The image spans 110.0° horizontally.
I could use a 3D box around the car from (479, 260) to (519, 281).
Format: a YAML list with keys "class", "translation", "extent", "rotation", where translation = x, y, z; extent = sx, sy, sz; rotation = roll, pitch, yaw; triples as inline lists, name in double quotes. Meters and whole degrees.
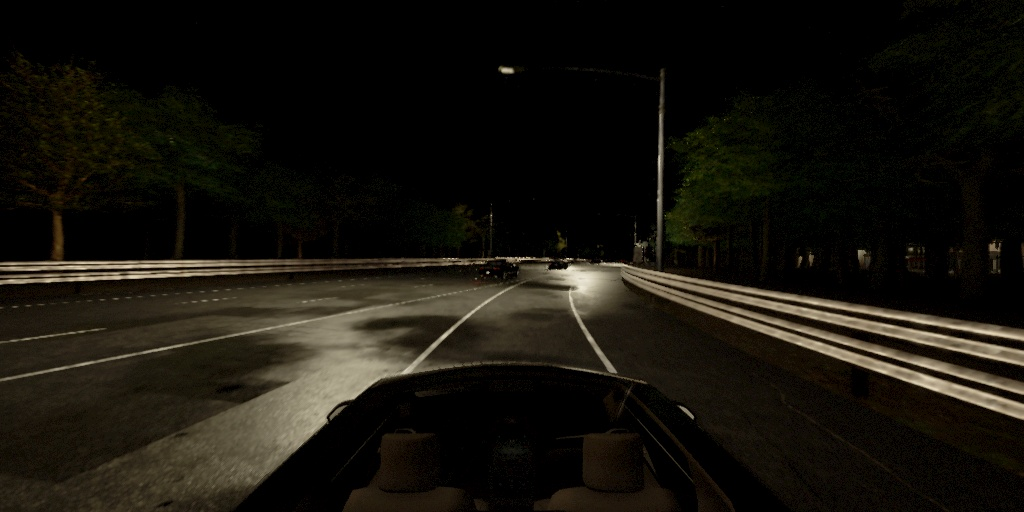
- class: "car"
  translation: [-0.910, 1.068, 28.550]
  extent: [1.882, 1.535, 5.008]
  rotation: [1, 0, 20]

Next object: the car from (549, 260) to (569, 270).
- class: "car"
  translation: [6.342, 1.178, 48.410]
  extent: [1.994, 1.385, 4.181]
  rotation: [1, 0, 20]
